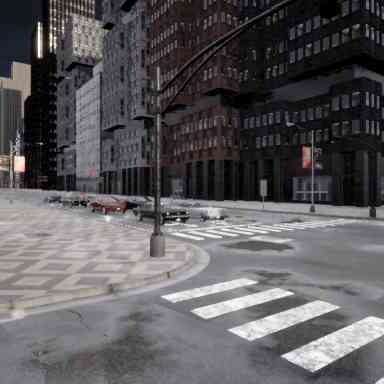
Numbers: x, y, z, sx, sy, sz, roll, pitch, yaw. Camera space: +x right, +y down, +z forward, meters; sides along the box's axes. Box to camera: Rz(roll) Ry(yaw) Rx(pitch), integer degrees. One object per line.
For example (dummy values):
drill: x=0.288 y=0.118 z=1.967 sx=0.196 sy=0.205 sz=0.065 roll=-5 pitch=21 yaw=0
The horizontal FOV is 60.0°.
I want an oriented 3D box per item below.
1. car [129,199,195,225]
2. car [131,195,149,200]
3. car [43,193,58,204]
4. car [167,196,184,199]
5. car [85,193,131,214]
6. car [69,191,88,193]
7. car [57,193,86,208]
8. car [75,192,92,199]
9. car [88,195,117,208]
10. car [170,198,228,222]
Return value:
car: x=-2.113 y=1.355 z=22.158 sx=1.895 sy=1.301 sz=4.718 roll=0 pitch=1 yaw=-36
car: x=-4.996 y=1.094 z=31.741 sx=1.882 sy=1.535 sz=5.008 roll=0 pitch=1 yaw=-36
car: x=-19.287 y=0.874 z=46.124 sx=2.033 sy=1.411 sz=5.357 roll=0 pitch=1 yaw=-35
car: x=-2.060 y=1.147 z=39.125 sx=1.895 sy=1.301 sz=4.718 roll=0 pitch=1 yaw=-36
car: x=-7.592 y=1.100 z=29.781 sx=1.882 sy=1.535 sz=5.008 roll=0 pitch=1 yaw=-36
car: x=-16.619 y=0.676 z=47.982 sx=2.097 sy=1.767 sz=4.553 roll=0 pitch=1 yaw=-35
car: x=-13.468 y=1.078 z=37.967 sx=1.895 sy=1.301 sz=4.718 roll=0 pitch=1 yaw=-36
car: x=-21.760 y=0.635 z=66.539 sx=1.895 sy=1.301 sz=4.718 roll=0 pitch=1 yaw=-36
car: x=-10.789 y=1.074 z=39.806 sx=1.895 sy=1.301 sz=4.718 roll=0 pitch=1 yaw=-36
car: x=0.485 y=1.350 z=24.113 sx=1.895 sy=1.301 sz=4.718 roll=0 pitch=1 yaw=-36
